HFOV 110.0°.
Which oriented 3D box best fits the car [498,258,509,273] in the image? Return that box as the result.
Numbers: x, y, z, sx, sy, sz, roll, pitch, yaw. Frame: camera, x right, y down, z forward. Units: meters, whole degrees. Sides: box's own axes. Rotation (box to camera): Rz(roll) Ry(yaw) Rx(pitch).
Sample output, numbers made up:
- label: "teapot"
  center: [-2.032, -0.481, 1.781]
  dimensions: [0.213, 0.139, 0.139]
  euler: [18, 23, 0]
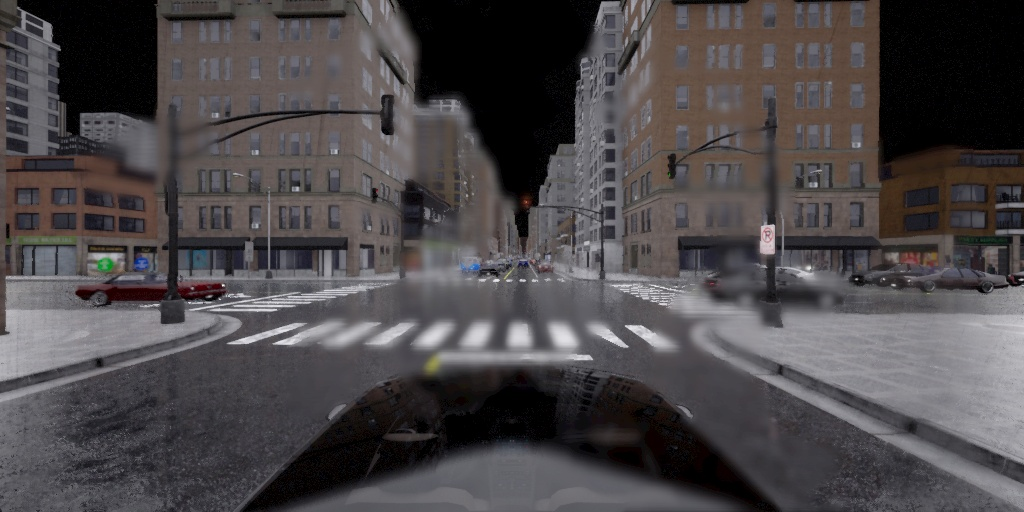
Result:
- label: "car"
  center: [-1.812, 1.338, 44.897]
  dimensions: [1.994, 1.385, 4.181]
  euler: [0, 0, 3]

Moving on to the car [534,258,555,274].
- label: "car"
  center: [3.814, 1.210, 40.847]
  dimensions: [1.967, 1.591, 4.097]
  euler: [0, 0, 2]

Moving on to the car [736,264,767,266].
- label: "car"
  center: [14.769, 1.291, 20.531]
  dimensions: [4.674, 1.442, 1.812]
  euler: [0, 0, 3]

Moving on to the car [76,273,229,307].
- label: "car"
  center: [-14.495, 1.337, 14.663]
  dimensions: [4.718, 1.301, 1.895]
  euler: [0, 0, 2]

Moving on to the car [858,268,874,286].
- label: "car"
  center: [25.063, 1.283, 23.490]
  dimensions: [4.892, 1.490, 1.837]
  euler: [0, 0, 2]

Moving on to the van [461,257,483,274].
- label: "van"
  center: [-4.707, 1.111, 41.132]
  dimensions: [1.690, 1.789, 3.998]
  euler: [0, 0, 2]

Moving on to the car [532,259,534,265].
- label: "car"
  center: [4.002, 1.341, 46.369]
  dimensions: [1.948, 1.339, 4.313]
  euler: [0, 0, 2]

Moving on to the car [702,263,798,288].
- label: "car"
  center: [15.646, 1.257, 23.758]
  dimensions: [4.902, 1.511, 2.128]
  euler: [0, 0, 2]

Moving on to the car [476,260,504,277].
- label: "car"
  center: [-2.142, 1.365, 35.814]
  dimensions: [1.895, 1.301, 4.718]
  euler: [0, 0, 2]

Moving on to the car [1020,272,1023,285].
- label: "car"
  center: [35.045, 1.359, 23.196]
  dimensions: [4.181, 1.385, 1.994]
  euler: [0, 0, 2]

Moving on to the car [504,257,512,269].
- label: "car"
  center: [-1.488, 1.136, 54.534]
  dimensions: [2.097, 1.767, 4.553]
  euler: [0, 0, 2]

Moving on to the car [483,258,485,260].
- label: "car"
  center: [-4.520, 1.090, 46.652]
  dimensions: [2.192, 1.841, 5.009]
  euler: [0, 0, 2]

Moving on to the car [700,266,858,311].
- label: "car"
  center: [10.002, 1.265, 13.965]
  dimensions: [4.892, 1.490, 1.837]
  euler: [0, 0, 2]

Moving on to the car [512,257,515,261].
- label: "car"
  center: [-1.114, 1.148, 64.519]
  dimensions: [2.097, 1.767, 4.553]
  euler: [0, 0, 3]

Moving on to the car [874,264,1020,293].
- label: "car"
  center: [24.356, 1.325, 20.258]
  dimensions: [5.357, 1.411, 2.033]
  euler: [0, 0, 2]
